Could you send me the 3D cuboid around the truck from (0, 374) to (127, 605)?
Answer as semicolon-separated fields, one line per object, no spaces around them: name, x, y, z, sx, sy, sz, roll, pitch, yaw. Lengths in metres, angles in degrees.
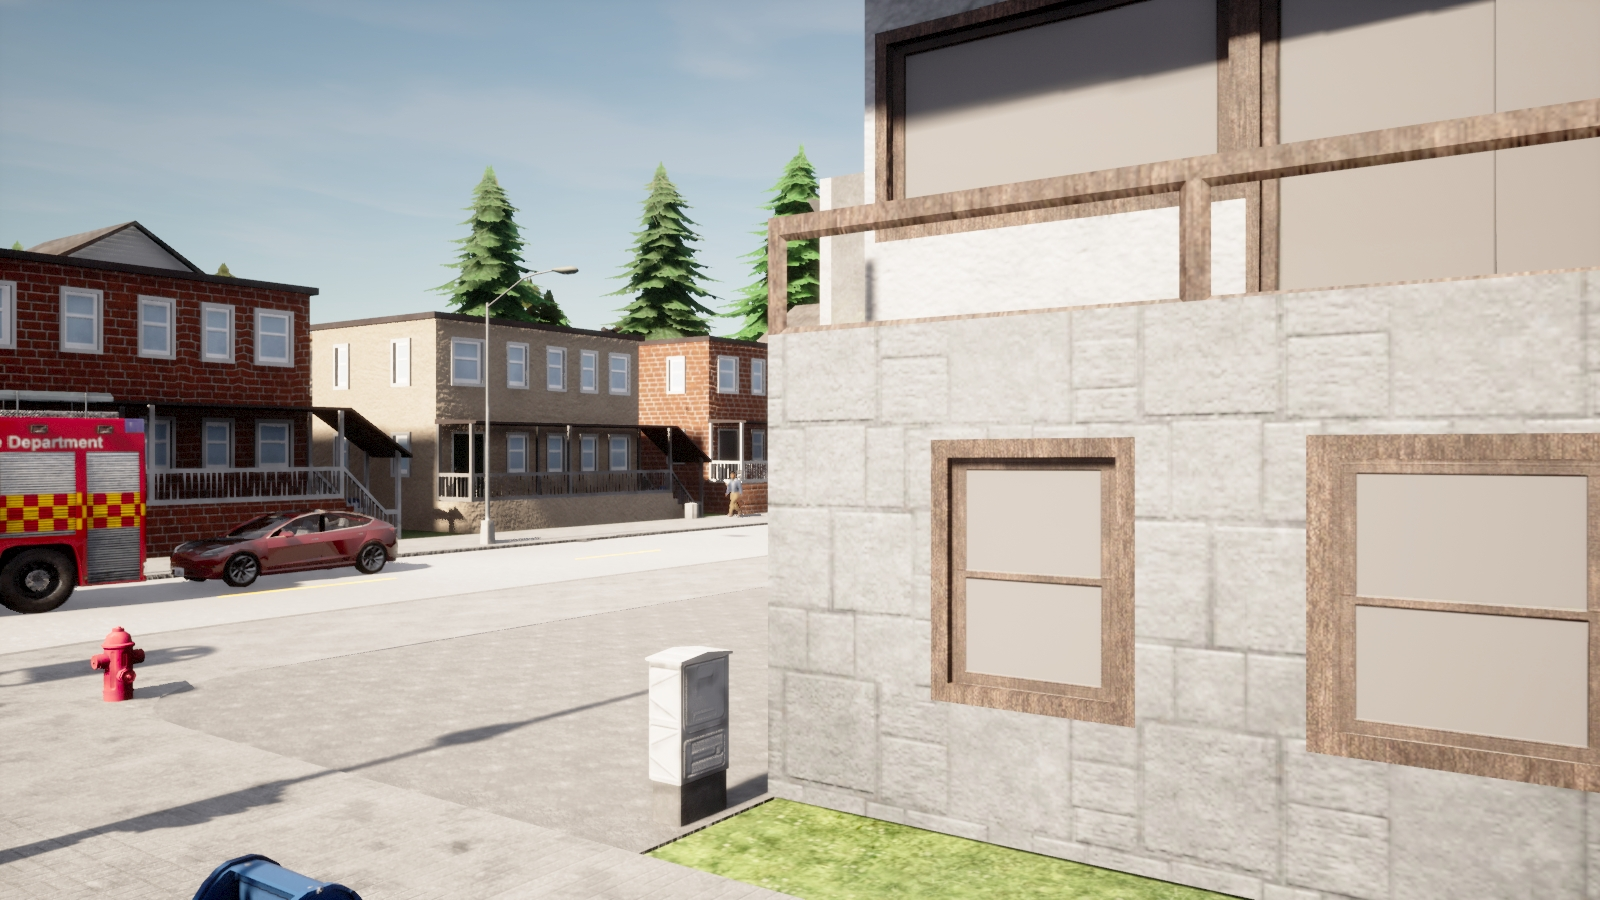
truck;-15.947;0.669;18.247;2.891;3.827;8.468;0;0;42

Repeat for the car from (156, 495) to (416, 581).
car;-11.174;1.843;25.169;2.163;1.488;4.792;0;0;35

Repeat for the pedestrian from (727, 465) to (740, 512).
pedestrian;-2.639;1.524;45.347;0.375;1.860;0.375;0;0;36
